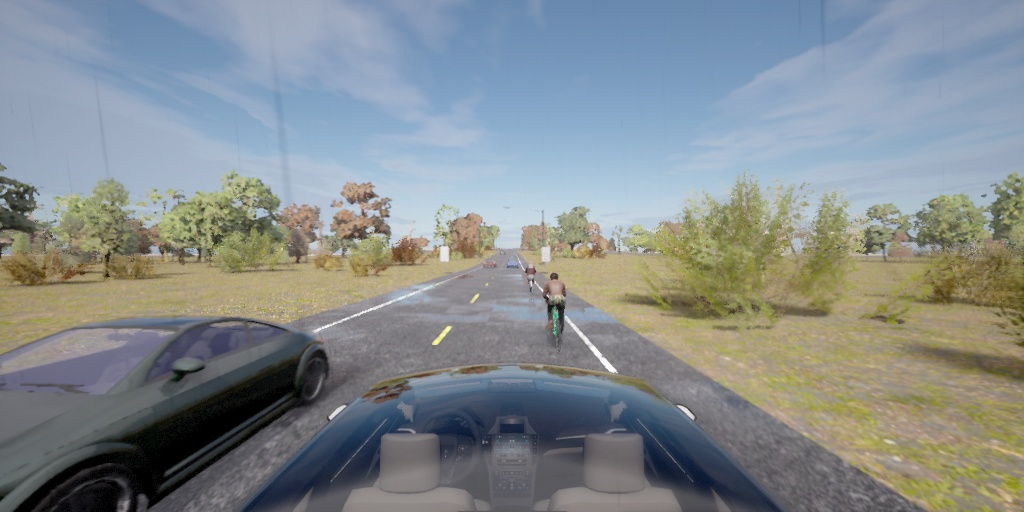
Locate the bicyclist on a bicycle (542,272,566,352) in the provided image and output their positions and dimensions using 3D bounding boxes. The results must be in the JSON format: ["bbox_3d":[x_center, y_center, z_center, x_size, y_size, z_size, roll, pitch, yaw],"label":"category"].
[{"bbox_3d":[0.964,1.201,8.021,0.582,1.620,1.656,0,0,0],"label":"bicyclist on a bicycle"}]

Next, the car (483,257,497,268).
[{"bbox_3d":[-3.563,1.036,58.276,2.097,1.767,4.553,0,1,0],"label":"car"}]

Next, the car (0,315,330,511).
[{"bbox_3d":[-3.599,1.313,3.430,1.994,1.385,4.181,0,0,0],"label":"car"}]

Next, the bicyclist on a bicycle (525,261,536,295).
[{"bbox_3d":[0.965,1.117,18.655,0.659,1.776,1.843,0,0,0],"label":"bicyclist on a bicycle"}]

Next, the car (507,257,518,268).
[{"bbox_3d":[0.108,1.221,59.144,2.033,1.411,5.357,0,1,0],"label":"car"}]
